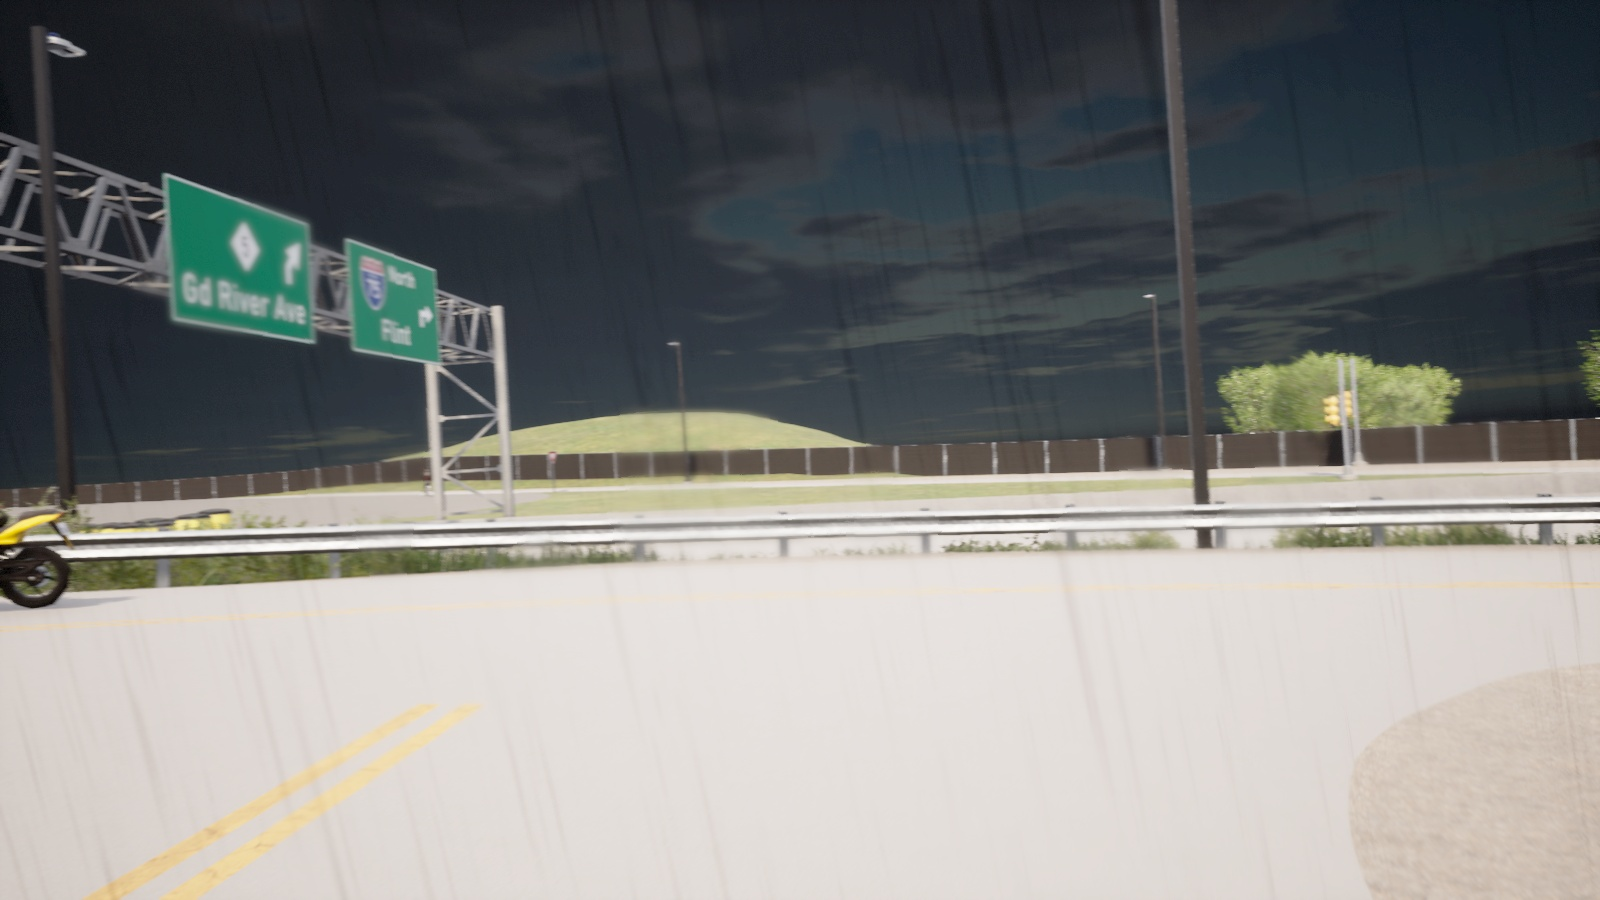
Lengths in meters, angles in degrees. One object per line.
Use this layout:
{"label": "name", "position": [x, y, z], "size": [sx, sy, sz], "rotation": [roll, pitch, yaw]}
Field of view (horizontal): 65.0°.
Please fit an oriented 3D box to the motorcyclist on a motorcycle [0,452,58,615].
{"label": "motorcyclist on a motorcycle", "position": [-8.324, 0.810, 11.946], "size": [2.044, 1.523, 0.797], "rotation": [-1, 0, -19]}
